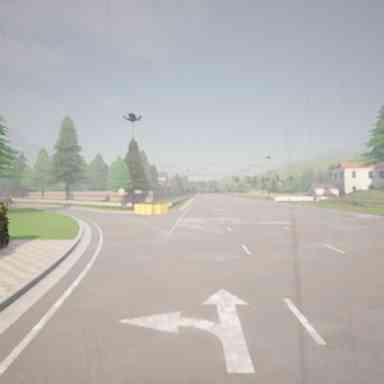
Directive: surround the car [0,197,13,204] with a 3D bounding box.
[{"bbox_3d":[-37.081,1.715,65.832,4.902,1.511,2.128,0,0,42],"label":"car"}]
